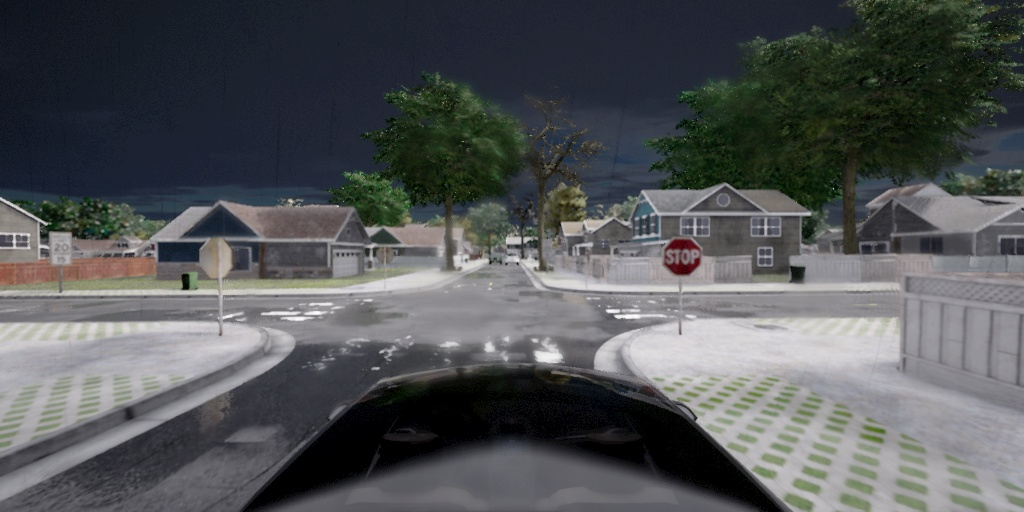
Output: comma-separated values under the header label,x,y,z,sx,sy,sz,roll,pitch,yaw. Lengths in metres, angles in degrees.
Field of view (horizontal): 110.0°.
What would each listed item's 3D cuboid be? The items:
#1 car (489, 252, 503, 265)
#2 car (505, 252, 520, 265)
label,x,y,z,sx,sy,sz,roll,pitch,yaw
car,-2.728,0.381,61.125,2.150,2.045,5.566,0,1,0
car,0.021,0.421,57.015,2.150,2.045,5.566,0,1,0
